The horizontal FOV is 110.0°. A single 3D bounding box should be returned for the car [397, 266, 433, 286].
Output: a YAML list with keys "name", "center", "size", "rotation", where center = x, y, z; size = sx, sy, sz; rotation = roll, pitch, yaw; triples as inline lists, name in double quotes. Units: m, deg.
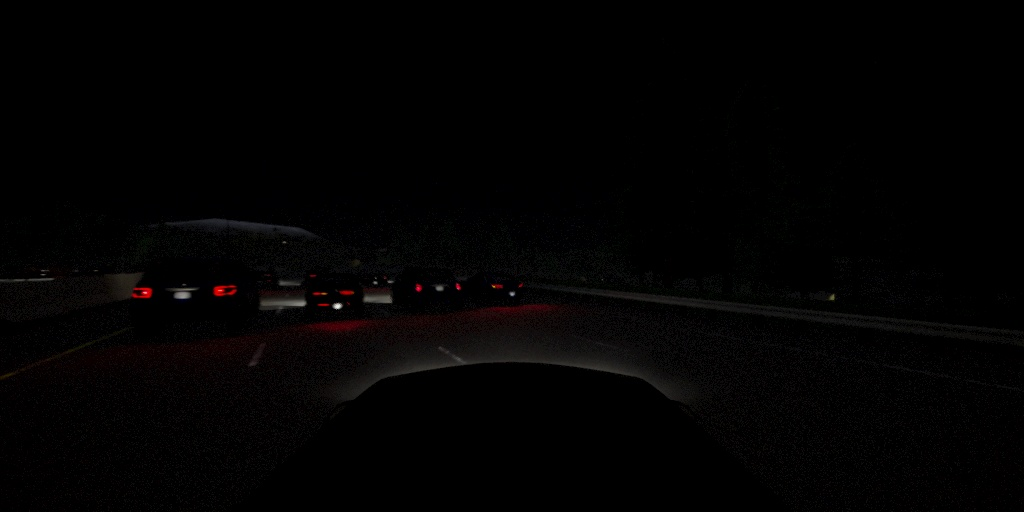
- name: "car"
  center: [-8.271, 1.619, 30.261]
  size: [1.837, 1.490, 4.892]
  rotation: [1, -1, -29]

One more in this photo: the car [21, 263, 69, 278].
- name: "car"
  center: [-49.203, 1.527, 38.013]
  size: [1.882, 1.535, 5.008]
  rotation: [1, -1, -29]

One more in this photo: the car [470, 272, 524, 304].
- name: "car"
  center: [-1.116, 1.498, 17.860]
  size: [1.812, 1.442, 4.674]
  rotation: [1, -1, -29]

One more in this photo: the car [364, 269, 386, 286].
- name: "car"
  center: [-10.989, 1.668, 27.953]
  size: [1.895, 1.301, 4.718]
  rotation: [1, -1, -29]

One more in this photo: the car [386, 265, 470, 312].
- name: "car"
  center: [-3.785, 1.278, 15.478]
  size: [2.097, 1.767, 4.553]
  rotation: [1, -1, -29]

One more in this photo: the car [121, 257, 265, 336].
- name: "car"
  center: [-9.328, 1.061, 11.057]
  size: [2.150, 2.045, 5.566]
  rotation: [1, -1, -29]

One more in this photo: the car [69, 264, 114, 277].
- name: "car"
  center: [-46.196, 1.615, 39.795]
  size: [1.812, 1.442, 4.674]
  rotation: [1, -1, -29]

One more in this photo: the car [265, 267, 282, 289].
- name: "car"
  center: [-17.360, 1.488, 25.005]
  size: [2.128, 1.511, 4.902]
  rotation: [1, -1, -29]

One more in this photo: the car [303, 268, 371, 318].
- name: "car"
  center: [-6.855, 1.394, 13.793]
  size: [1.837, 1.490, 4.892]
  rotation: [1, -1, -29]

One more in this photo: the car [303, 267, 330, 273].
- name: "car"
  center: [-14.340, 1.541, 26.775]
  size: [1.837, 1.490, 4.892]
  rotation: [1, -1, -29]
